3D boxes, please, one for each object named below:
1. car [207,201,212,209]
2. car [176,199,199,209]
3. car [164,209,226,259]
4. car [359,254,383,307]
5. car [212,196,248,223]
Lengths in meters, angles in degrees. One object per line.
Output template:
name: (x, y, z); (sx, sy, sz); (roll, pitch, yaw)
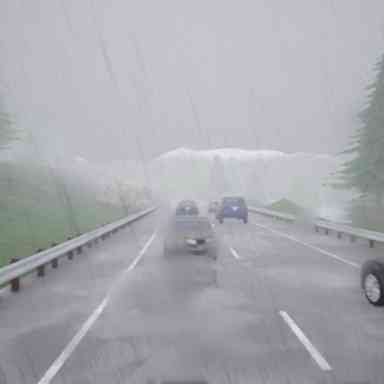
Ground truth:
car: (2.834, 1.738, 39.237); (2.033, 1.411, 5.357); (0, 0, -1)
car: (-0.437, 1.506, 31.534); (2.097, 1.767, 4.553); (0, 0, -1)
car: (-0.063, 1.610, 12.806); (2.033, 1.411, 5.357); (0, 0, -1)
car: (4.525, 1.530, 5.212); (1.837, 1.490, 4.892); (0, 0, -1)
car: (3.100, 1.353, 26.822); (2.150, 2.045, 5.566); (0, 0, 0)
